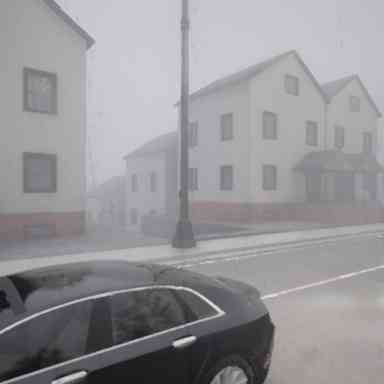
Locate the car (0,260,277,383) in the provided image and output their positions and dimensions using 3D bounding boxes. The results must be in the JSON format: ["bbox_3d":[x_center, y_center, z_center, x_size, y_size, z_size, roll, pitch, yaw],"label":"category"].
[{"bbox_3d":[-1.317,1.509,3.044,4.892,1.490,1.837,1,0,-35],"label":"car"}]
